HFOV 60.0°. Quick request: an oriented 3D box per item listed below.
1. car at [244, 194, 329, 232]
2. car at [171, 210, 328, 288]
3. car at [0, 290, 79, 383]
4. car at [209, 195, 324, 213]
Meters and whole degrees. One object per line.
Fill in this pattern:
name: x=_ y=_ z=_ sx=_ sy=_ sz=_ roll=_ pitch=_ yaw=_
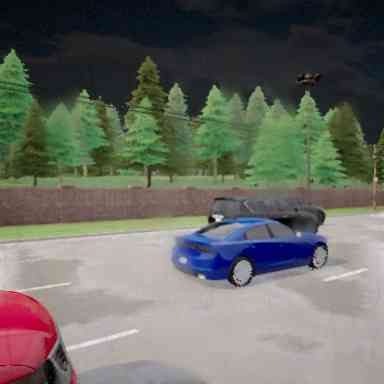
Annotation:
car: x=6.030 y=1.200 z=20.942 sx=5.566 sy=2.045 sz=2.150 roll=0 pitch=0 yaw=-36
car: x=1.808 y=1.469 z=9.334 sx=5.008 sy=1.535 sz=1.882 roll=0 pitch=0 yaw=-35
car: x=-3.355 y=1.224 z=1.353 sx=5.566 sy=2.045 sz=2.150 roll=0 pitch=0 yaw=-35
car: x=3.186 y=1.206 z=14.616 sx=5.566 sy=2.045 sz=2.150 roll=0 pitch=0 yaw=-35
